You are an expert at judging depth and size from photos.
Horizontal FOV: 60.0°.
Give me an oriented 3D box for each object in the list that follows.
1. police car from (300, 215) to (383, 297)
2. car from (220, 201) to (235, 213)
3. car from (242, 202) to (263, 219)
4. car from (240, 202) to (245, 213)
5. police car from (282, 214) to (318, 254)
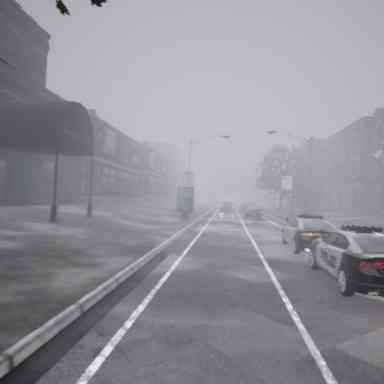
[{"bbox_3d":[4.799,1.781,9.602,1.930,1.638,5.238,3,-1,6],"label":"police car"},{"bbox_3d":[5.198,2.097,49.047,2.097,1.767,4.553,3,0,6],"label":"car"},{"bbox_3d":[7.082,2.304,38.539,1.812,1.442,4.674,3,0,7],"label":"car"},{"bbox_3d":[8.334,2.258,50.157,2.097,1.767,4.553,3,0,6],"label":"car"},{"bbox_3d":[5.450,1.884,15.566,1.930,1.638,5.238,3,-1,6],"label":"police car"}]
